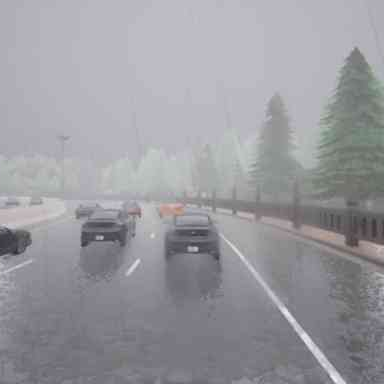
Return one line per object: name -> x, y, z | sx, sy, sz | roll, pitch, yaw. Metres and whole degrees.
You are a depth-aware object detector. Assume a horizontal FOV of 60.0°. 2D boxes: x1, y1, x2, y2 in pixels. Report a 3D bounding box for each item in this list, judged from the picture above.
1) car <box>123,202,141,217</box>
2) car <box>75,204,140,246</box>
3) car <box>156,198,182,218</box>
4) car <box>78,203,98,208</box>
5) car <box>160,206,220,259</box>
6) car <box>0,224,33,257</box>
car -> -5.834, 1.573, 31.214 | 1.994, 1.385, 4.181 | 0, 0, -11
car -> -3.691, 1.510, 15.219 | 1.837, 1.490, 4.892 | 0, 0, -3
car -> -2.100, 1.361, 30.371 | 2.097, 1.767, 4.553 | 0, 0, -11
car -> -8.908, 1.610, 29.081 | 1.895, 1.301, 4.718 | 0, 0, -11
car -> -0.044, 1.508, 12.602 | 1.837, 1.490, 4.892 | 0, 0, -2
car -> -6.957, 1.551, 10.248 | 2.033, 1.411, 5.357 | 0, 0, -1
